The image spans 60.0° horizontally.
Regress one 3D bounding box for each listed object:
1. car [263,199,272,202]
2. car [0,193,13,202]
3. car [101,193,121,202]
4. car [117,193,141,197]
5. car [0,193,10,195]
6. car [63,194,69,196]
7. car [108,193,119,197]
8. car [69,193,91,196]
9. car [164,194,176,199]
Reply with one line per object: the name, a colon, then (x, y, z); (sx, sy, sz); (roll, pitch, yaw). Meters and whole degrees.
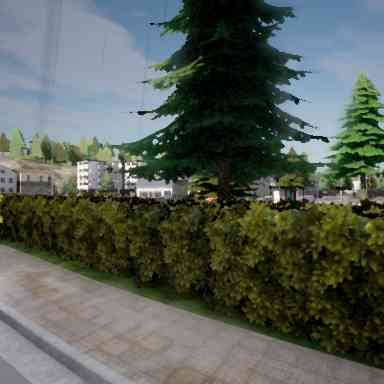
car: (9.908, 1.476, 44.336); (5.008, 1.535, 1.882); (0, 0, -45)
car: (-41.120, 1.093, 71.295); (4.605, 1.855, 1.932); (0, 0, -45)
car: (-17.552, 1.074, 72.095); (3.866, 1.878, 1.905); (0, 0, -45)
car: (-9.692, 1.382, 53.878); (3.806, 1.475, 1.970); (0, 0, -45)
car: (-23.119, 1.328, 40.911); (5.027, 1.636, 2.152); (0, 0, -45)
car: (-31.237, 1.228, 85.583); (3.806, 1.475, 1.970); (0, 0, -45)
car: (-15.223, 1.094, 70.309); (4.605, 1.855, 1.932); (0, 0, -45)
car: (-26.512, 1.150, 81.228); (5.027, 1.636, 2.152); (0, 0, -45)
car: (-2.224, 1.220, 37.422); (5.566, 2.045, 2.150); (0, 0, -45)
